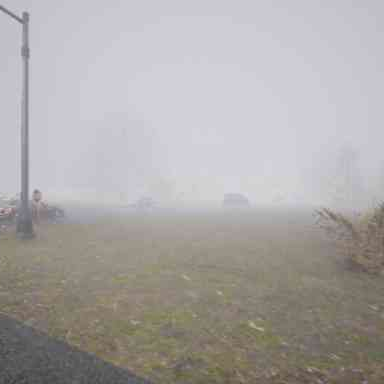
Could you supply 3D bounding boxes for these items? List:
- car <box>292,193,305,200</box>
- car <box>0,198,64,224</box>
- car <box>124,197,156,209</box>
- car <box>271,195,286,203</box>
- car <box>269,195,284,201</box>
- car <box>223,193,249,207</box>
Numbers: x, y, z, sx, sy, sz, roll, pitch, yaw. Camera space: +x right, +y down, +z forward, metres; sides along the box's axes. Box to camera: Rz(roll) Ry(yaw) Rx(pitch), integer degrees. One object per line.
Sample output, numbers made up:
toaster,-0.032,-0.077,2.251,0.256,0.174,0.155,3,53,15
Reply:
car,29.161,1.234,90.913,2.150,2.045,5.566,1,0,34
car,-11.551,1.231,23.932,2.097,1.767,4.553,1,0,34
car,-6.792,1.432,43.623,1.837,1.490,4.892,1,2,34
car,19.213,1.358,72.553,2.097,1.767,4.553,1,0,26
car,22.016,1.491,86.584,2.128,1.511,4.902,1,0,34
car,6.785,1.193,51.275,2.150,2.045,5.566,1,0,34
